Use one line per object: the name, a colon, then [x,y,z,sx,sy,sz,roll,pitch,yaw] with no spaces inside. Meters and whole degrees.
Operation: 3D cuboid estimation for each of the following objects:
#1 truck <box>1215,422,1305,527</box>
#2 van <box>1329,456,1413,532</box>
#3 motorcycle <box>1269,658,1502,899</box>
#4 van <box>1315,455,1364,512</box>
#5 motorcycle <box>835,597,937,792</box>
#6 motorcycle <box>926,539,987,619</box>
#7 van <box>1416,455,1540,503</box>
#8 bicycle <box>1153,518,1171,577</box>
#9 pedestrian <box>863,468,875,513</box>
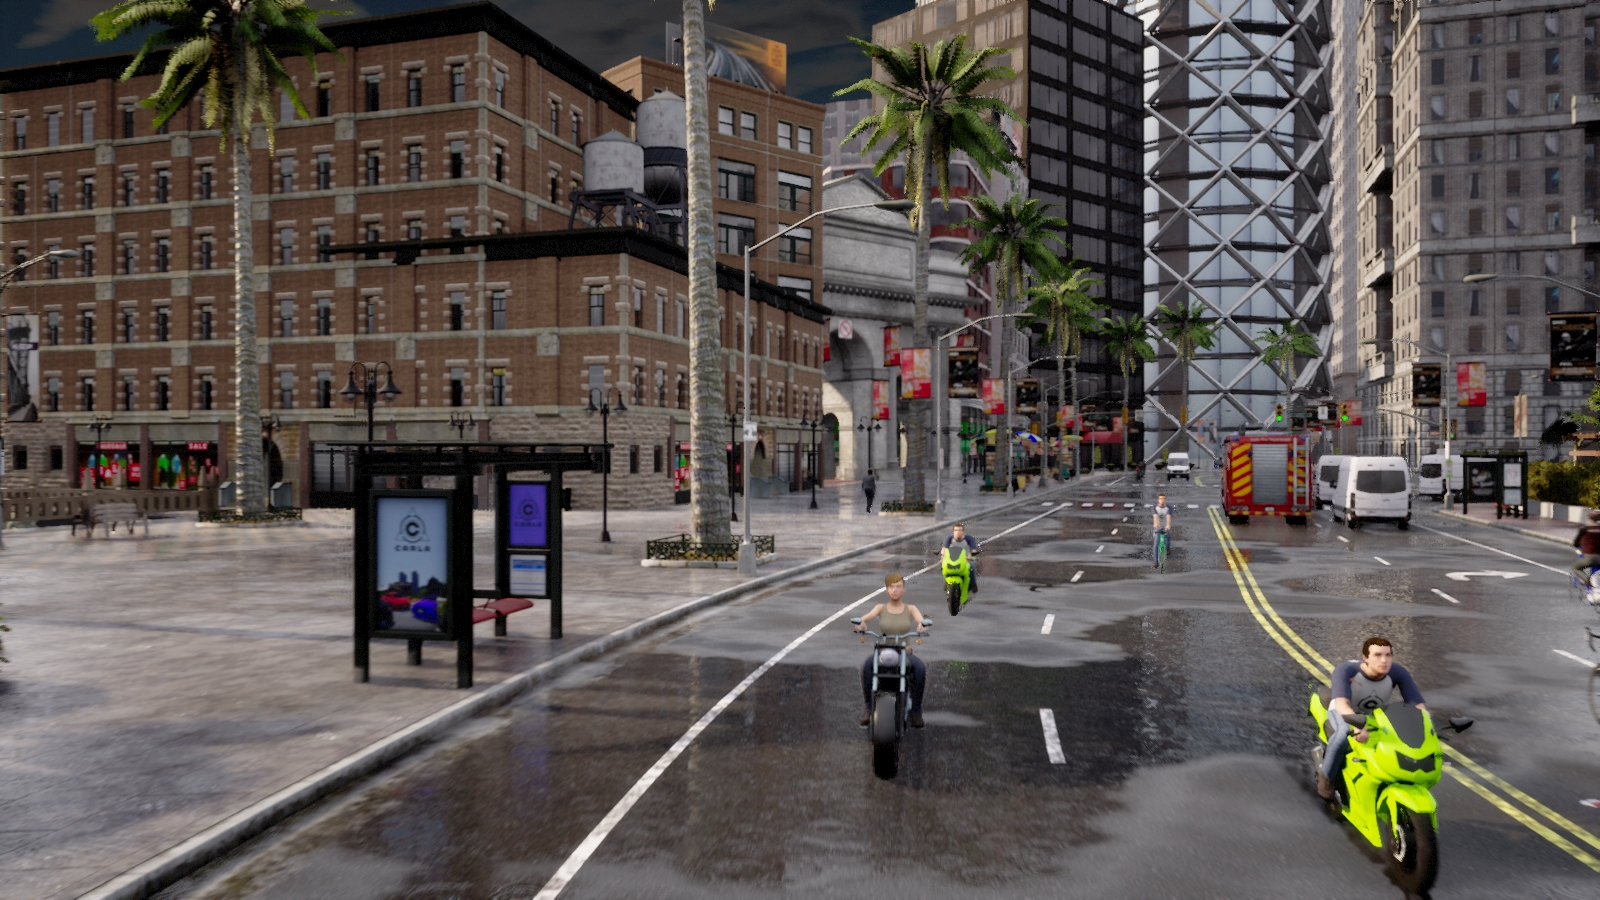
truck: [18.501,0.894,46.415,2.891,3.827,8.468,0,0,19]
van: [21.137,1.538,42.500,1.988,2.561,5.915,0,0,19]
motorcycle: [3.953,2.213,7.930,0.803,1.145,2.033,0,0,8]
van: [26.042,1.539,55.243,1.988,2.561,5.915,0,0,25]
motorcycle: [0.851,2.170,10.631,0.764,1.277,2.356,0,0,9]
motorcycle: [2.761,2.213,19.939,0.803,1.145,2.033,0,0,15]
van: [36.789,1.541,62.034,5.915,2.561,1.988,0,0,-11]
bicycle: [8.278,2.207,26.128,0.373,1.196,1.643,0,0,17]
pedestrian: [2.875,1.697,47.750,0.375,1.860,0.375,0,0,28]
